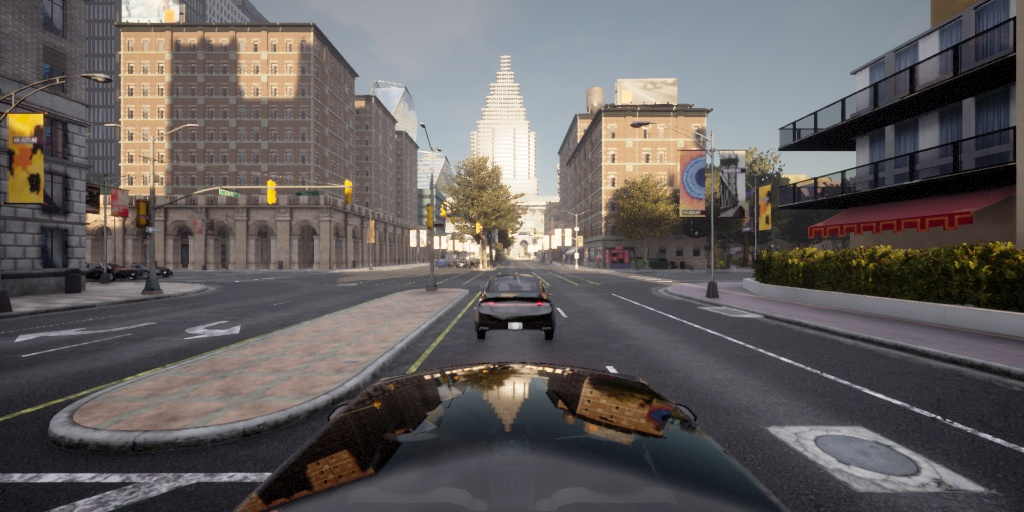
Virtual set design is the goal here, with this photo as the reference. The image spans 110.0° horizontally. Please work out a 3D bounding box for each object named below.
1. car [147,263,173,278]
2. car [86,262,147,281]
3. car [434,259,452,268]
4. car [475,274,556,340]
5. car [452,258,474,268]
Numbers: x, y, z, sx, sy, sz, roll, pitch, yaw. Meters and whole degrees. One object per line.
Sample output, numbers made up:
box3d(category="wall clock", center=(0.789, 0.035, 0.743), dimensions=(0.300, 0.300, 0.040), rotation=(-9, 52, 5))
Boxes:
box3d(category="car", center=(-33.636, 1.314, 32.670), dimensions=(4.181, 1.385, 1.994), rotation=(0, 0, -1))
box3d(category="car", center=(-33.348, 1.228, 29.178), dimensions=(5.008, 1.535, 1.882), rotation=(0, 0, 0))
box3d(category="car", center=(-11.554, 1.227, 59.987), dimensions=(1.882, 1.535, 5.008), rotation=(0, 0, 0))
box3d(category="car", center=(0.080, 1.242, 9.926), dimensions=(2.128, 1.511, 4.902), rotation=(0, 0, 0))
box3d(category="car", center=(-8.058, 1.241, 59.573), dimensions=(2.128, 1.511, 4.902), rotation=(0, 0, 0))
